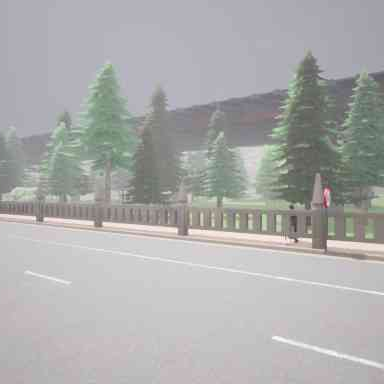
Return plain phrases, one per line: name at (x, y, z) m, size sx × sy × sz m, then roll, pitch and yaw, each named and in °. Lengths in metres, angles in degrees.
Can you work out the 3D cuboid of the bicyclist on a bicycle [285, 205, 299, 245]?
bicyclist on a bicycle at (4.113, 1.344, 13.594) m, size 0.582 × 1.620 × 1.656 m, roll 0°, pitch -3°, yaw 35°
